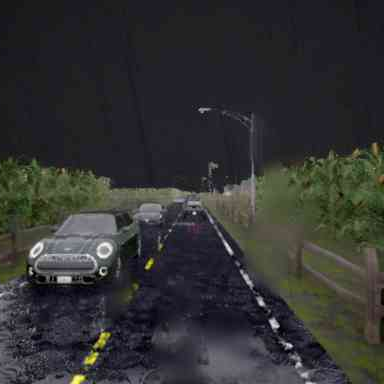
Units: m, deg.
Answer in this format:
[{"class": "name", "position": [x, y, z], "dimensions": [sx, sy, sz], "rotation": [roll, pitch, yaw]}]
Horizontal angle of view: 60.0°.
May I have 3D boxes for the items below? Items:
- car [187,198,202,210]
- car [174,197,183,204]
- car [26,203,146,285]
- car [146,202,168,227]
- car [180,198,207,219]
[{"class": "car", "position": [0.336, 1.543, 44.129], "dimensions": [1.994, 1.385, 4.181], "rotation": [0, 0, 1]}, {"class": "car", "position": [-2.380, 1.584, 62.258], "dimensions": [1.895, 1.301, 4.718], "rotation": [0, 0, 1]}, {"class": "car", "position": [-2.794, 1.336, 9.579], "dimensions": [2.097, 1.767, 4.553], "rotation": [0, 0, 0]}, {"class": "car", "position": [-2.689, 1.479, 22.468], "dimensions": [1.837, 1.490, 4.892], "rotation": [0, 0, 1]}, {"class": "car", "position": [0.238, 1.480, 29.160], "dimensions": [1.837, 1.490, 4.892], "rotation": [0, 0, 1]}]
